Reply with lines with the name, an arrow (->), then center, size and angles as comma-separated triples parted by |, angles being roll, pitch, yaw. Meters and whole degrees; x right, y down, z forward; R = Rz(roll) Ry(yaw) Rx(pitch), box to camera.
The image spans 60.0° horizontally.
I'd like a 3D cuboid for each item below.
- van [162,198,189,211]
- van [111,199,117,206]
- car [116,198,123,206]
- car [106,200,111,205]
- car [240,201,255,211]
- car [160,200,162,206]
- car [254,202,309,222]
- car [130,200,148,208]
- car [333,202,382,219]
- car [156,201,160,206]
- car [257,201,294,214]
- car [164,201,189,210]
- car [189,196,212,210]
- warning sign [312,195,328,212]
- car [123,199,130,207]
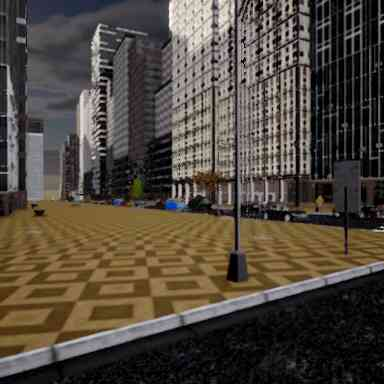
van -> -2.332, 1.806, 47.021 | 1.690, 1.788, 3.998 | -1, 0, -26
van -> -16.869, 2.386, 77.474 | 1.690, 1.788, 3.998 | -1, 0, -26
car -> -14.441, 2.491, 72.398 | 1.887, 1.381, 4.507 | -1, 0, -26
car -> -21.709, 2.787, 87.624 | 1.887, 1.381, 4.507 | -1, 0, -26
car -> 7.659, 1.915, 45.554 | 1.947, 1.339, 4.313 | -1, 0, -26
car -> -3.863, 2.238, 63.472 | 1.812, 1.442, 4.674 | 0, -1, -26
car -> 7.365, 1.648, 26.715 | 2.008, 1.369, 4.403 | -1, 0, -26
car -> -9.595, 2.301, 62.246 | 2.008, 1.369, 4.403 | -1, 0, -26
car -> 14.927, 1.625, 30.326 | 2.008, 1.369, 4.403 | -1, 0, -26
car -> -6.878, 2.505, 76.008 | 1.802, 1.307, 4.206 | -1, 0, -26
car -> 10.082, 1.823, 40.478 | 1.947, 1.339, 4.313 | -1, 0, -26
car -> -2.562, 2.108, 53.690 | 2.033, 1.411, 5.357 | 0, -1, -25
car -> 1.158, 1.737, 52.998 | 2.150, 2.045, 5.566 | 0, -1, -24
warning sign -> 14.305, 1.288, 37.207 | 1.300, 1.860, 1.060 | 1, 0, -26
car -> -11.946, 2.370, 67.169 | 1.752, 1.417, 4.829 | -1, 0, -26
